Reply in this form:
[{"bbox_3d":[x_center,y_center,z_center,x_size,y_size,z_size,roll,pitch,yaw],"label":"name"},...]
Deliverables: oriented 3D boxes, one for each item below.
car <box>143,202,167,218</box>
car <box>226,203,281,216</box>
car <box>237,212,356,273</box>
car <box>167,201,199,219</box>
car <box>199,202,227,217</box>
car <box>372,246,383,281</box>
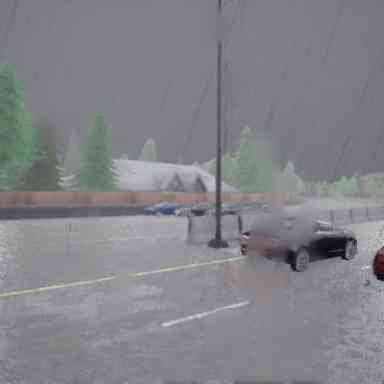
[{"bbox_3d":[-2.662,1.714,33.747,5.008,1.535,1.882,1,-1,-43],"label":"car"},{"bbox_3d":[5.360,1.736,26.893,4.902,1.511,2.128,1,-1,-43],"label":"car"},{"bbox_3d":[3.701,1.604,11.154,4.902,1.511,2.128,1,0,-39],"label":"car"},{"bbox_3d":[0.419,1.736,31.844,4.902,1.511,2.128,1,-1,-43],"label":"car"},{"bbox_3d":[3.195,1.754,29.655,4.892,1.490,1.837,1,0,-44],"label":"car"},{"bbox_3d":[6.694,1.683,9.083,4.181,1.385,1.994,1,0,-39],"label":"car"}]
